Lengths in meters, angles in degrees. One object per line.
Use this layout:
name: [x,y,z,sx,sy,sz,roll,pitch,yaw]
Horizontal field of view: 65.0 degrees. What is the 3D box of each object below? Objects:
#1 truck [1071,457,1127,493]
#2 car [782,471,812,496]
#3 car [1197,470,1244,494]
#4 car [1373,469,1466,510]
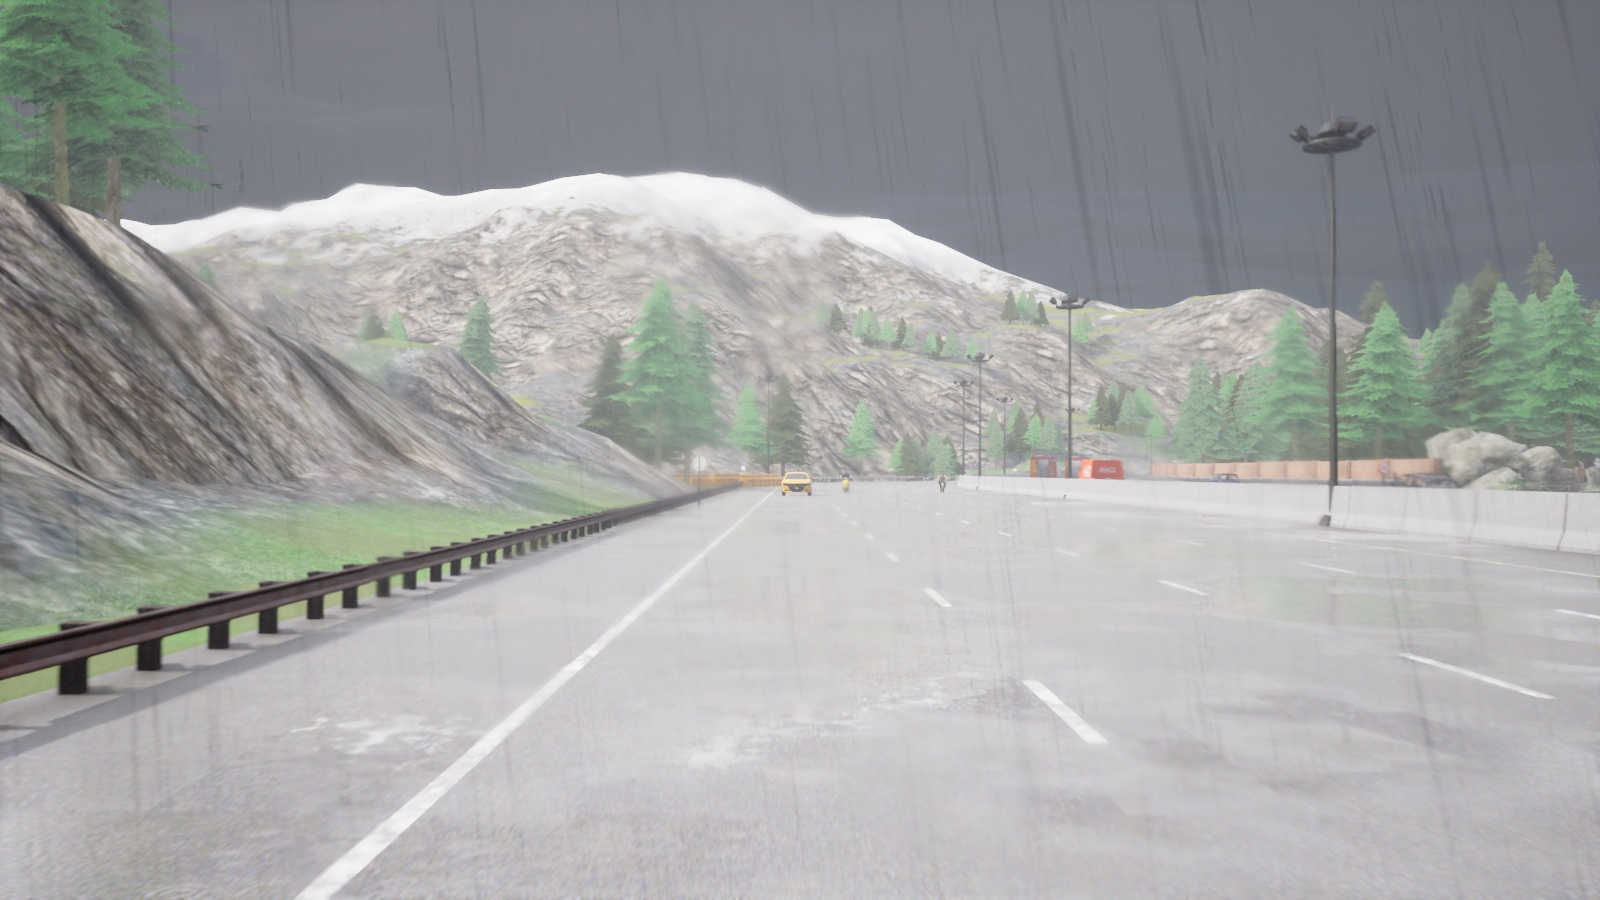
truck: [20.786,1.716,87.606,2.627,2.467,5.204,0,-1,0]
car: [-0.194,2.136,80.236,1.882,1.535,5.008,0,-1,0]
car: [27.799,2.108,83.084,1.845,1.501,3.633,0,-1,0]
car: [24.380,1.525,49.553,1.789,1.549,3.705,0,-1,0]
